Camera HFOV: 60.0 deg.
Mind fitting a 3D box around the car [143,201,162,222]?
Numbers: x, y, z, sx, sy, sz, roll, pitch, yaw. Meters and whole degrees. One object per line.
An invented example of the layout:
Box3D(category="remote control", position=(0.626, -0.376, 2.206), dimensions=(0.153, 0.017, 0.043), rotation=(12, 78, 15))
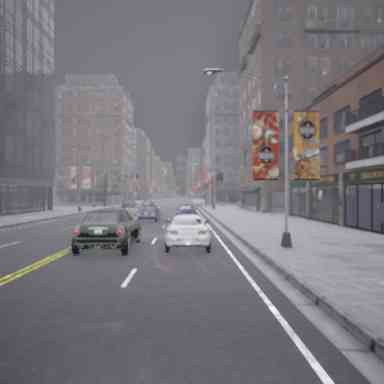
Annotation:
Box3D(category="car", position=(-3.743, 1.824, 29.078), dimensions=(2.033, 1.411, 5.357), rotation=(0, -1, -1))

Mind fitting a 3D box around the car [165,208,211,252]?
Box3D(category="car", position=(-0.187, 1.663, 14.554), dimensions=(1.812, 1.442, 4.674), rotation=(0, 0, -1))

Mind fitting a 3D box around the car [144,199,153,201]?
Box3D(category="car", position=(-7.585, 2.043, 57.452), dimensions=(2.128, 1.511, 4.902), rotation=(0, -1, -1))

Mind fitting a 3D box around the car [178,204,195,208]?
Box3D(category="car", position=(-0.496, 1.805, 29.547), dimensions=(1.812, 1.442, 4.674), rotation=(0, 0, -1))

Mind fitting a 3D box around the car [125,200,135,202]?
Box3D(category="car", position=(-10.838, 2.101, 57.690), dimensions=(2.033, 1.411, 5.357), rotation=(0, -1, -1))

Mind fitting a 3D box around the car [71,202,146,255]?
Box3D(category="car", position=(-3.434, 1.486, 14.164), dimensions=(2.097, 1.767, 4.553), rotation=(0, -1, -1))
